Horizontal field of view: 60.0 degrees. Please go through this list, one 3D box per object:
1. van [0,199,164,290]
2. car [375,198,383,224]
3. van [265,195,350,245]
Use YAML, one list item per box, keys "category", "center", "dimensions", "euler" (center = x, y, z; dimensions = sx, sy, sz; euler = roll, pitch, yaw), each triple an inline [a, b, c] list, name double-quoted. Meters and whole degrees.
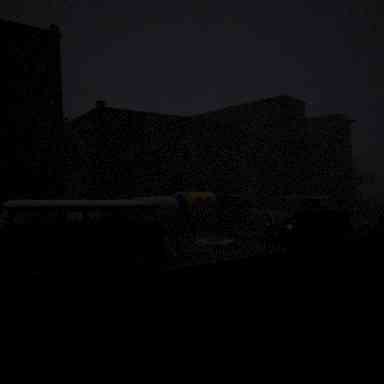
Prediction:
- category: "van"
  center: [-2.962, 1.184, 8.625]
  dimensions: [4.442, 1.987, 1.878]
  euler: [1, 0, -38]
- category: "car"
  center: [13.825, 1.321, 21.577]
  dimensions: [4.674, 1.452, 2.002]
  euler: [1, 0, -41]
- category: "van"
  center: [5.038, 1.125, 14.544]
  dimensions: [4.442, 1.987, 1.878]
  euler: [1, 0, -38]
